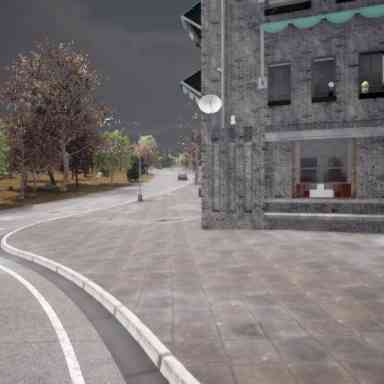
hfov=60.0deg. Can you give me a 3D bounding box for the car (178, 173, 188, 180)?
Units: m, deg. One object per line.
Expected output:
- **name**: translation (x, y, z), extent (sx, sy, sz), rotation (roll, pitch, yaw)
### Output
- **car**: translation (-1.894, -3.214, 67.514), extent (2.128, 1.511, 4.902), rotation (0, 5, 0)
